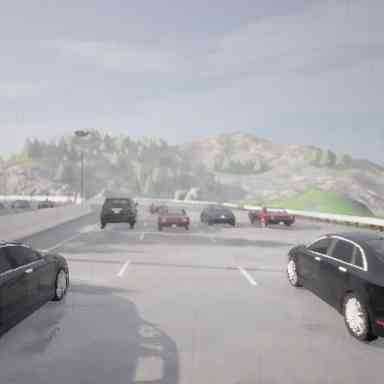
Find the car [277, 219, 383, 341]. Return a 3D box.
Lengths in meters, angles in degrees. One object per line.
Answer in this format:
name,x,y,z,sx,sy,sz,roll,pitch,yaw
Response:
car,3.369,1.536,6.558,1.837,1.490,4.892,0,0,-2

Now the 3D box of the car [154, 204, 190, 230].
car,-1.322,1.708,21.847,1.895,1.301,4.718,0,0,-7

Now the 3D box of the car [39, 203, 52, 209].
car,-21.014,1.802,48.172,1.994,1.385,4.181,0,0,-15

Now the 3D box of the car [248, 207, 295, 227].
car,5.502,1.716,23.711,1.895,1.301,4.718,0,0,-7

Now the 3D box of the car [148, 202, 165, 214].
car,-3.897,1.785,37.576,1.895,1.301,4.718,0,0,-12

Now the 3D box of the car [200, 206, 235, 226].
car,1.831,1.685,24.675,1.994,1.385,4.181,0,0,-7

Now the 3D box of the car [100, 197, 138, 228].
car,-5.029,1.339,23.297,2.150,2.045,5.566,0,0,-7

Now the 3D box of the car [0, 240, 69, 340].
car,-3.590,1.531,5.478,1.837,1.490,4.892,0,-1,-2
